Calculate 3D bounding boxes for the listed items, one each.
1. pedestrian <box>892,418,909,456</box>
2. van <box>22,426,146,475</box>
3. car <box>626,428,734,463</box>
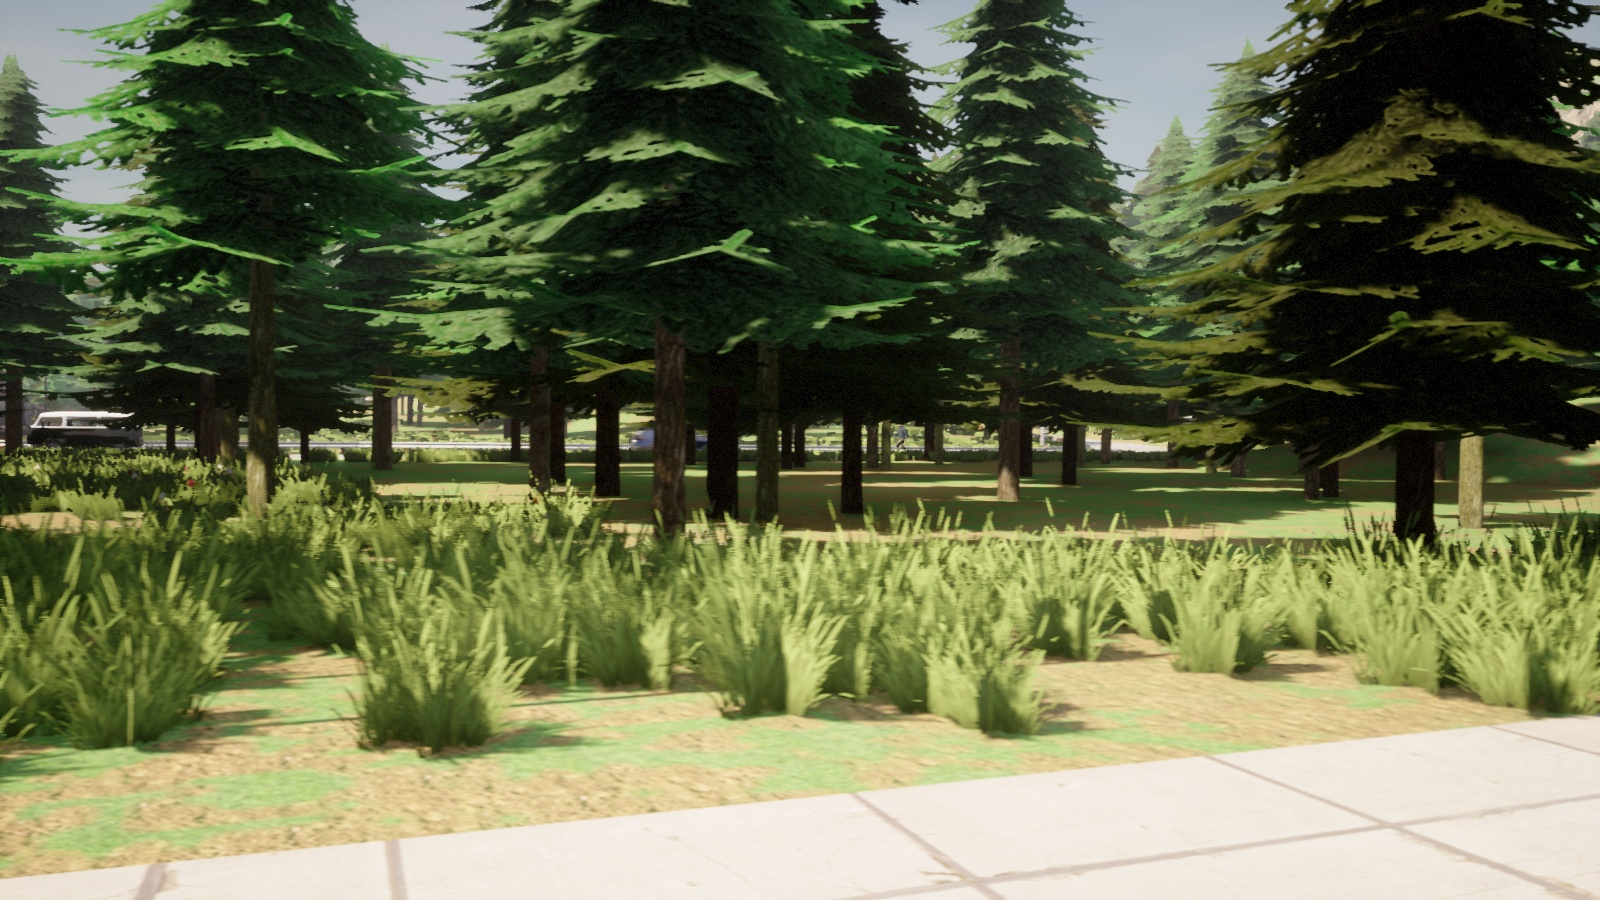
[{"bbox_3d":[5.014,-0.646,62.669,0.726,1.842,0.402,-1,1,-19],"label":"pedestrian"},{"bbox_3d":[-31.097,-0.006,54.677,4.480,2.038,2.069,-1,1,-24],"label":"van"},{"bbox_3d":[-5.926,-0.234,62.027,4.856,1.649,2.033,-1,1,-23],"label":"car"}]
